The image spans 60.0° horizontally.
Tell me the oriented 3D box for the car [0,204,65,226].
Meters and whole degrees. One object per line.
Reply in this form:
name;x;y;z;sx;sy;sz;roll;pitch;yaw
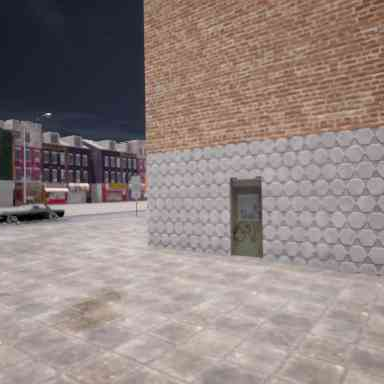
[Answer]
car;-11.460;1.531;23.268;1.895;1.301;4.718;-2;0;35
